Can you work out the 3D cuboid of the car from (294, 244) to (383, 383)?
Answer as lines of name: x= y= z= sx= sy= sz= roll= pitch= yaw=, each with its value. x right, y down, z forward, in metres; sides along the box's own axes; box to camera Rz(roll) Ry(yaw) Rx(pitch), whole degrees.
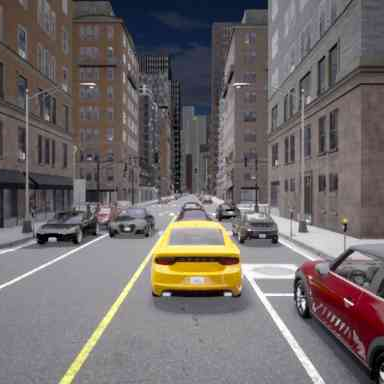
car: x=2.858 y=1.440 z=4.682 sx=1.967 sy=1.590 sz=4.097 roll=0 pitch=0 yaw=0

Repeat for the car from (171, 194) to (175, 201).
car: x=-5.582 y=1.614 z=74.611 sx=2.008 sy=1.369 sz=4.403 roll=0 pitch=0 yaw=0

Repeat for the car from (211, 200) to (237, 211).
car: x=2.867 y=1.568 z=26.687 sx=1.947 sy=1.339 sz=4.313 roll=0 pitch=0 yaw=0

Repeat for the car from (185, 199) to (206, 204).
car: x=0.011 y=1.528 z=26.416 sx=1.812 sy=1.442 sz=4.674 roll=0 pitch=0 yaw=2

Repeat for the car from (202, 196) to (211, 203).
car: x=2.930 y=1.577 z=69.357 sx=1.752 sy=1.417 sz=4.829 roll=0 pitch=0 yaw=0

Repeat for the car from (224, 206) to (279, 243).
car: x=2.862 y=1.551 z=15.685 sx=2.008 sy=1.369 sz=4.403 roll=0 pitch=0 yaw=0

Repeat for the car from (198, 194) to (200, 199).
car: x=2.942 y=1.614 z=74.595 sx=2.008 sy=1.369 sz=4.403 roll=0 pitch=0 yaw=0

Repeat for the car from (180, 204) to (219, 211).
car: x=0.114 y=1.565 z=17.605 sx=1.994 sy=1.385 sz=4.181 roll=0 pitch=0 yaw=0

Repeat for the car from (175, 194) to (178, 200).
car: x=-5.547 y=1.635 z=90.667 sx=1.752 sy=1.417 sz=4.829 roll=0 pitch=0 yaw=0

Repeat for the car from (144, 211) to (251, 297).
car: x=0.098 y=1.478 z=8.612 sx=1.882 sy=1.535 sz=5.008 roll=0 pitch=0 yaw=0

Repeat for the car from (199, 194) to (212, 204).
car: x=2.917 y=1.482 z=63.778 sx=1.967 sy=1.590 sz=4.097 roll=0 pitch=0 yaw=0

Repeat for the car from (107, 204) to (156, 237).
car: x=-3.069 y=1.565 z=17.767 sx=1.994 sy=1.385 sz=4.181 roll=0 pitch=0 yaw=0

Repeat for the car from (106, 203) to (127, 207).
car: x=-5.661 y=1.583 z=21.190 sx=1.802 sy=1.307 sz=4.206 roll=0 pitch=0 yaw=0

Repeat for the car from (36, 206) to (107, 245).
car: x=-5.663 y=1.566 z=15.688 sx=1.947 sy=1.339 sz=4.313 roll=0 pitch=0 yaw=0

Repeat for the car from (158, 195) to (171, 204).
car: x=-5.607 y=1.624 z=63.794 sx=1.802 sy=1.307 sz=4.206 roll=0 pitch=0 yaw=0

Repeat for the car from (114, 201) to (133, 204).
car: x=-5.658 y=1.443 z=26.691 sx=1.967 sy=1.590 sz=4.097 roll=0 pitch=0 yaw=0
